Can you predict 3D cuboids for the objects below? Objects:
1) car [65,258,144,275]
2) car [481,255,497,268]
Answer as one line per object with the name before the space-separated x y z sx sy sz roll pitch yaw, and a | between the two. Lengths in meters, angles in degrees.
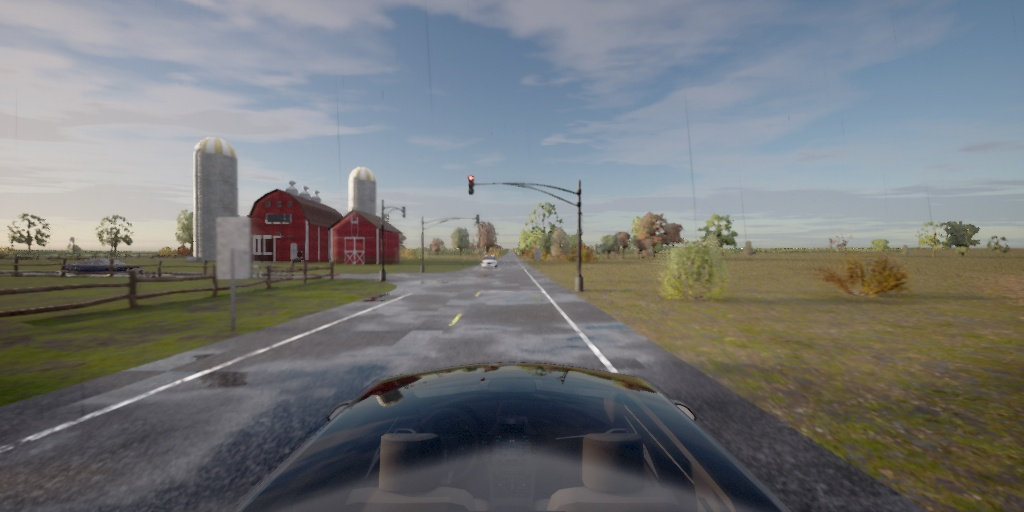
car | -35.547 0.924 31.294 5.357 1.411 2.033 1 1 0
car | -3.473 0.928 55.553 2.150 2.045 5.566 0 2 0
